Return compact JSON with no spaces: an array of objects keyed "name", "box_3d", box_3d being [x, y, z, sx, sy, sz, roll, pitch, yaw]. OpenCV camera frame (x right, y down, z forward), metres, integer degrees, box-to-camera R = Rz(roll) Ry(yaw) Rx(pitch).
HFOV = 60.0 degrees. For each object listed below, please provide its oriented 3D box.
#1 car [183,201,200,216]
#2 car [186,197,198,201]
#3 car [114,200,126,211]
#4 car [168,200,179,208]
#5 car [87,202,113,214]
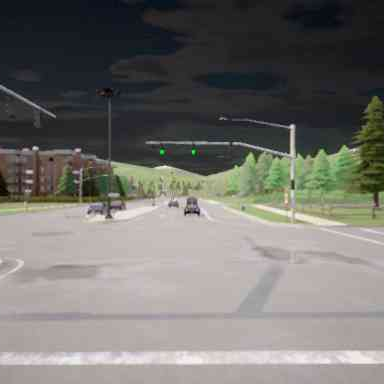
[{"name":"car","box_3d":[-0.008,2.039,38.379,1.895,1.301,4.718,0,-1,0]},{"name":"car","box_3d":[-0.012,1.949,63.818,2.150,2.045,5.566,0,-1,0]},{"name":"car","box_3d":[-11.568,2.069,51.935,1.882,1.535,5.008,0,-1,0]},{"name":"car","box_3d":[-3.512,2.218,63.782,2.128,1.511,4.902,0,-1,0]},{"name":"car","box_3d":[-11.589,1.999,41.584,1.812,1.442,4.674,0,-1,0]}]
